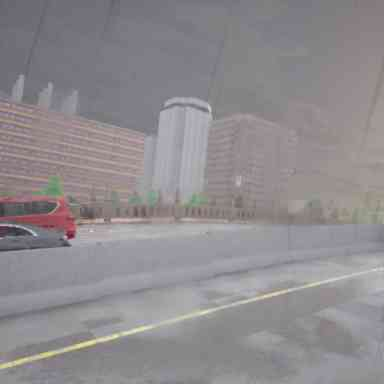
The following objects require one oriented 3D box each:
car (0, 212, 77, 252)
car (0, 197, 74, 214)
[{"bbox_3d":[-5.694,1.491,8.524,4.902,1.511,2.128,0,0,-36],"label":"car"},{"bbox_3d":[-7.036,1.218,11.871,5.566,2.045,2.150,0,0,-36],"label":"car"}]
